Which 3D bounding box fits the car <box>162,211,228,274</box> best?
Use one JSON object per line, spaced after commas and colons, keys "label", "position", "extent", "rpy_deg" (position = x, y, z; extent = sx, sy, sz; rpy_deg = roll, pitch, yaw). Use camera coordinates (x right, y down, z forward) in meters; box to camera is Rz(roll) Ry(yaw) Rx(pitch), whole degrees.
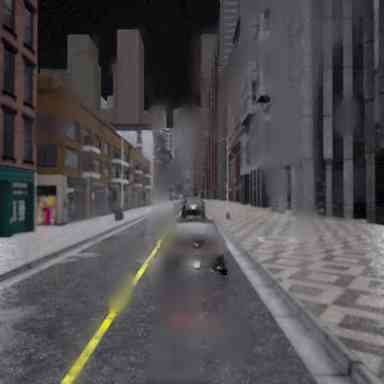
{"label": "car", "position": [0.090, 1.606, 10.922], "extent": [1.837, 1.490, 4.892], "rpy_deg": [0, 0, 0]}

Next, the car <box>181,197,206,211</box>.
{"label": "car", "position": [0.131, 1.512, 31.732], "extent": [2.150, 2.045, 5.566], "rpy_deg": [0, -1, 0]}

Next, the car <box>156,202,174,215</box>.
{"label": "car", "position": [-3.051, 1.892, 38.946], "extent": [1.812, 1.442, 4.674], "rpy_deg": [0, -1, 0]}
